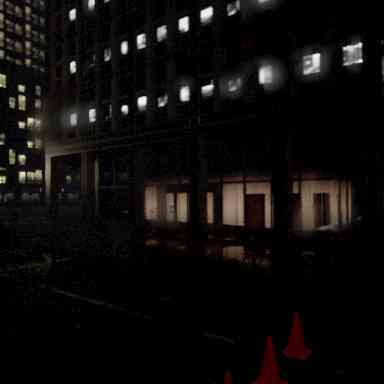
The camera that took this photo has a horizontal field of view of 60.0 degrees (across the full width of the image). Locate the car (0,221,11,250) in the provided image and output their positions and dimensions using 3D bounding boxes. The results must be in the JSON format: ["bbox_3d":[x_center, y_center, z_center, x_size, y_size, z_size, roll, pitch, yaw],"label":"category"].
[{"bbox_3d":[-8.901,1.584,13.226,4.403,1.369,2.008,0,-1,35],"label":"car"}]

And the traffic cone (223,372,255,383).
[{"bbox_3d":[0.328,1.974,3.090,0.340,0.580,0.340,0,0,35],"label":"traffic cone"}]

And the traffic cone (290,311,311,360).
[{"bbox_3d":[1.479,1.987,4.725,0.340,0.580,0.340,0,0,35],"label":"traffic cone"}]

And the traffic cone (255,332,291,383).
[{"bbox_3d":[0.903,1.980,3.908,0.340,0.580,0.340,0,0,35],"label":"traffic cone"}]
